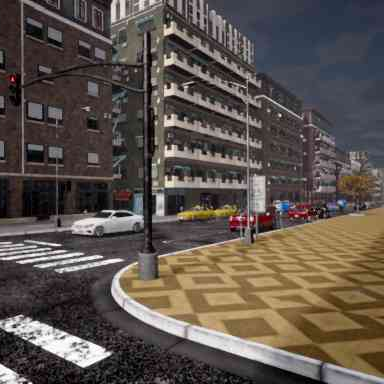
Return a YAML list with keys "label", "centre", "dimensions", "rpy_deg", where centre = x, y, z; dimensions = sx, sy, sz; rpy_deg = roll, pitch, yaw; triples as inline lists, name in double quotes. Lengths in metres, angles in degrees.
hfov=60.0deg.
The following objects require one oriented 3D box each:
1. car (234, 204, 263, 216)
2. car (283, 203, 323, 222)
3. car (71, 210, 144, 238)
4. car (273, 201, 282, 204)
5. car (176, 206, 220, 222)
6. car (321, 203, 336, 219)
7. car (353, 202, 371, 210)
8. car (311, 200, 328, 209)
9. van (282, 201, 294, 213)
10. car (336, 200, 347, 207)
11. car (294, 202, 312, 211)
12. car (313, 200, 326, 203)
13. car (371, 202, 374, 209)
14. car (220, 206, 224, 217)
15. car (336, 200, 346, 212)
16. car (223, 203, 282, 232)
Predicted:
- label: "car"
  centre: [6.991, 2.222, 40.851]
  dimensions: [1.947, 1.339, 4.313]
  rpy_deg: [-2, -2, 35]
- label: "car"
  centre: [10.583, 2.032, 31.467]
  dimensions: [1.887, 1.381, 4.507]
  rpy_deg: [-2, -2, 35]
- label: "car"
  centre: [-4.766, 1.778, 19.475]
  dimensions: [1.812, 1.442, 4.674]
  rpy_deg: [-1, -1, 34]
- label: "car"
  centre: [10.221, 2.289, 45.486]
  dimensions: [1.887, 1.381, 4.507]
  rpy_deg: [-2, -2, 35]
- label: "car"
  centre: [0.432, 2.002, 31.444]
  dimensions: [1.752, 1.417, 4.829]
  rpy_deg: [-2, -2, 35]
- label: "car"
  centre: [13.814, 2.141, 36.101]
  dimensions: [1.947, 1.339, 4.313]
  rpy_deg: [-2, -2, 35]
- label: "car"
  centre: [29.967, 2.583, 59.273]
  dimensions: [1.947, 1.339, 4.313]
  rpy_deg: [-2, -2, 35]
- label: "car"
  centre: [26.372, 2.501, 68.665]
  dimensions: [2.192, 1.841, 5.009]
  rpy_deg: [-2, -2, 35]
- label: "van"
  centre: [13.450, 2.174, 50.126]
  dimensions: [1.690, 1.788, 3.998]
  rpy_deg: [-2, -2, 35]
- label: "car"
  centre: [39.198, 2.882, 87.141]
  dimensions: [1.690, 1.788, 3.998]
  rpy_deg: [-2, -2, 35]
- label: "car"
  centre: [19.913, 2.554, 59.390]
  dimensions: [1.887, 1.381, 4.507]
  rpy_deg: [-2, -2, 35]
- label: "car"
  centre: [17.650, 2.267, 46.058]
  dimensions: [1.837, 1.490, 4.892]
  rpy_deg: [-1, -1, 35]
- label: "car"
  centre: [36.428, 2.745, 68.542]
  dimensions: [2.008, 1.369, 4.403]
  rpy_deg: [-2, -2, 35]
- label: "car"
  centre: [3.663, 2.090, 36.077]
  dimensions: [1.752, 1.417, 4.829]
  rpy_deg: [-2, -2, 35]
- label: "car"
  centre: [23.454, 2.468, 54.398]
  dimensions: [2.033, 1.411, 5.357]
  rpy_deg: [-1, -1, 36]
- label: "car"
  centre: [4.121, 1.751, 22.201]
  dimensions: [1.967, 1.590, 4.097]
  rpy_deg: [-2, -2, 35]
